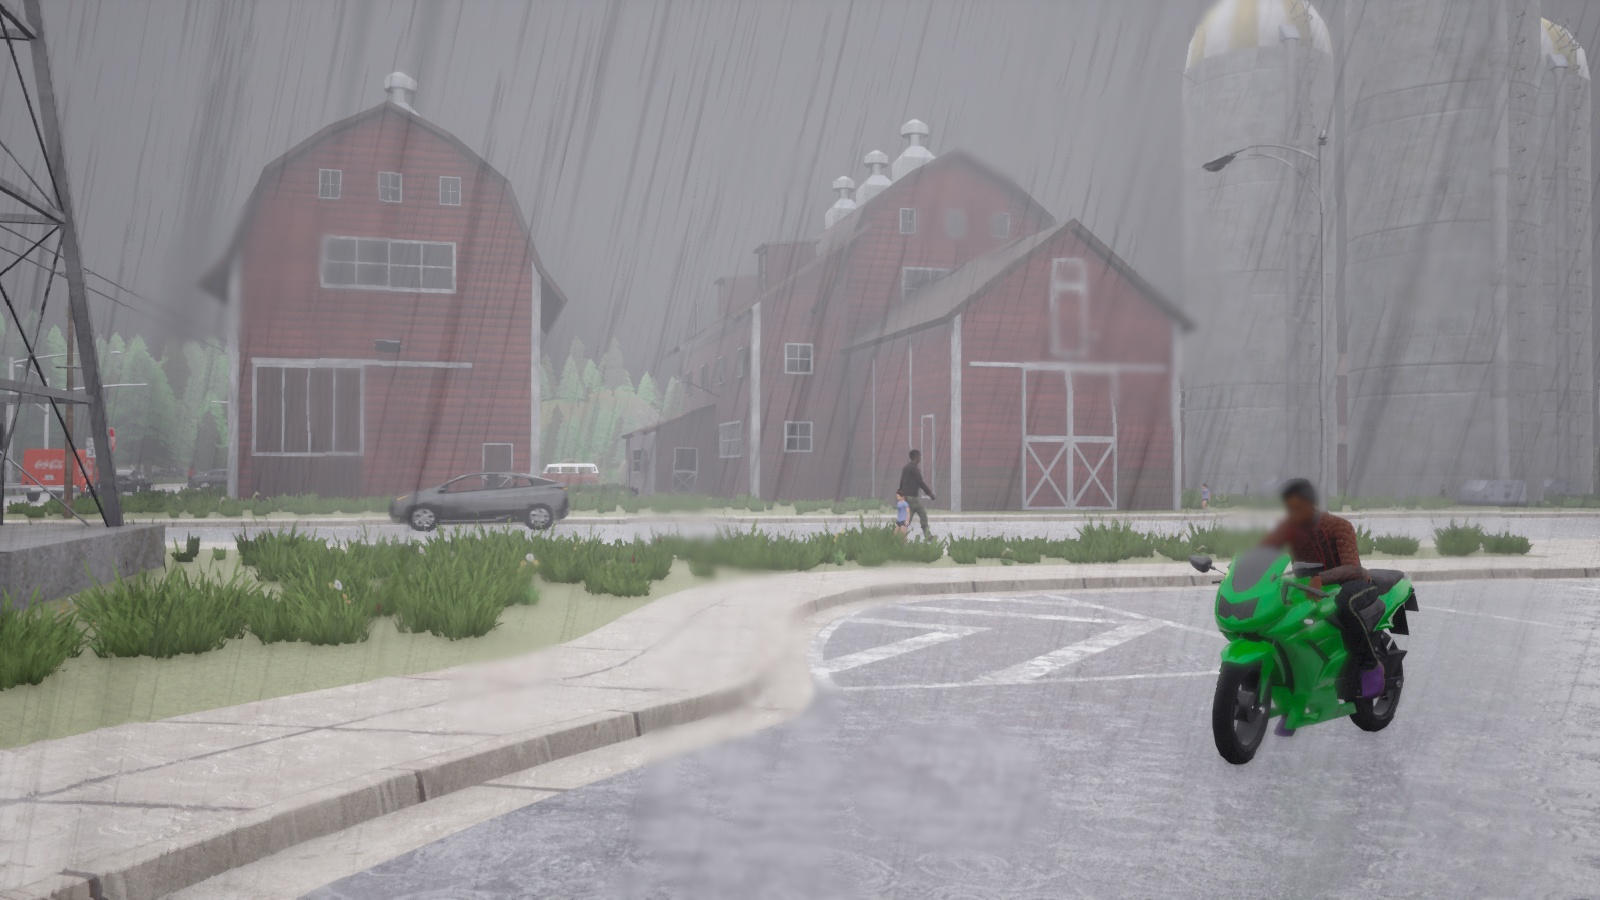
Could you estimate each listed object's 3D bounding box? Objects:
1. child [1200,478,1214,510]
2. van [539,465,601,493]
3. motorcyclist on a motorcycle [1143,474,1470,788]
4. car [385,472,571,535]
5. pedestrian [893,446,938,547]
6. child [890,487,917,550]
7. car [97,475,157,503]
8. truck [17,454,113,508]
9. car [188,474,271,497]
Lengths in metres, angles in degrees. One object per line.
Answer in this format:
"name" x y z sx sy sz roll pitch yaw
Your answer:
"child" 14.126 1.524 43.603 0.394 1.110 0.255 0 -1 -16
"van" -17.421 2.174 95.091 4.480 2.038 2.069 0 -1 -15
"motorcyclist on a motorcycle" 2.901 0.904 7.094 2.044 1.523 0.797 1 -1 -39
"car" -8.280 1.338 32.434 4.514 1.525 2.007 0 -1 -15
"pedestrian" 2.138 0.850 23.226 0.703 1.840 0.431 0 -1 -15
"child" 1.844 1.218 22.435 0.394 1.110 0.255 0 -1 -31
"car" -37.836 2.155 70.686 1.837 1.490 4.892 0 -1 -14
"truck" -35.317 1.483 60.529 2.627 2.467 5.204 0 -1 -14
"car" -38.900 2.389 85.722 4.892 1.490 1.837 0 -1 -15
